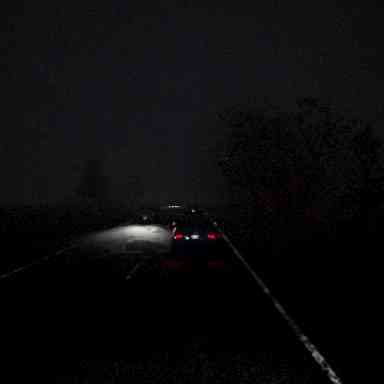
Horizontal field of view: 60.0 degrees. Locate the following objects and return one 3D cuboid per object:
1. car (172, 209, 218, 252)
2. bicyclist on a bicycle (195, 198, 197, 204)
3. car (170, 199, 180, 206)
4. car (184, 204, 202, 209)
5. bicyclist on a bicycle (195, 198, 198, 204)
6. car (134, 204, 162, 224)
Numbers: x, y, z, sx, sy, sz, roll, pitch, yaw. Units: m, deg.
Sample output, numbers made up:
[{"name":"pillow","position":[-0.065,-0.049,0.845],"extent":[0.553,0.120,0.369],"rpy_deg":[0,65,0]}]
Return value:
[{"name":"car","position":[0.112,1.691,14.472],"extent":[2.033,1.411,5.357],"rpy_deg":[0,-1,0]},{"name":"bicyclist on a bicycle","position":[1.049,2.306,90.056],"extent":[0.582,1.620,1.656],"rpy_deg":[0,-1,0]},{"name":"car","position":[-3.437,2.202,68.328],"extent":[1.994,1.385,4.181],"rpy_deg":[0,-1,0]},{"name":"car","position":[0.133,1.912,35.608],"extent":[1.994,1.385,4.181],"rpy_deg":[0,-1,0]},{"name":"bicyclist on a bicycle","position":[1.041,2.225,81.058],"extent":[0.582,1.620,1.656],"rpy_deg":[0,-1,0]},{"name":"car","position":[-3.572,1.765,27.832],"extent":[2.128,1.511,4.902],"rpy_deg":[0,-1,0]}]
